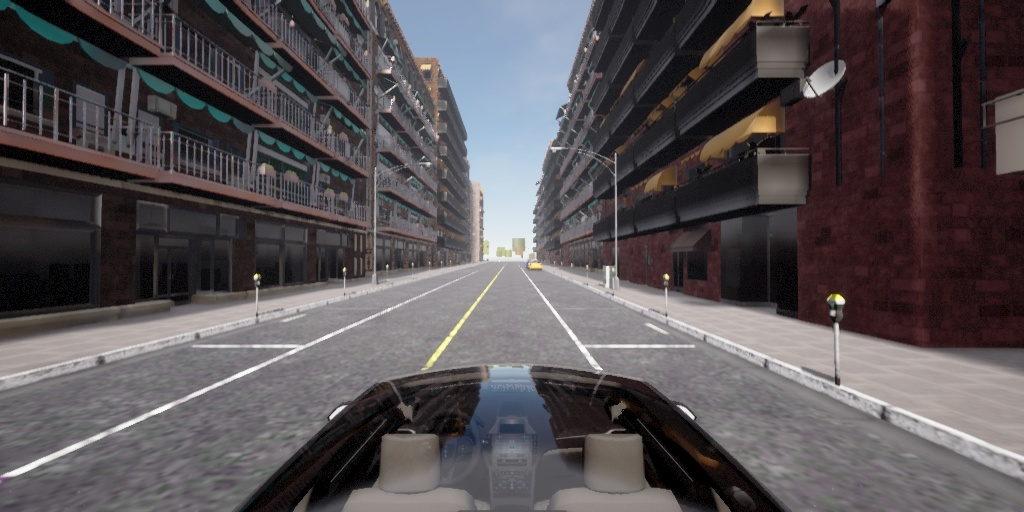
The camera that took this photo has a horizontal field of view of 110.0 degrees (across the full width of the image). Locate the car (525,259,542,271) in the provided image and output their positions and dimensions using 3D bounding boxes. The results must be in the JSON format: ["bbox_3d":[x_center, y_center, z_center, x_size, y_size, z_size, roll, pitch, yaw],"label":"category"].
[{"bbox_3d":[3.150,1.202,49.775,1.801,1.575,5.366,0,0,0],"label":"car"}]
